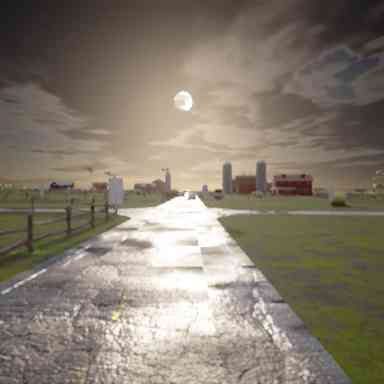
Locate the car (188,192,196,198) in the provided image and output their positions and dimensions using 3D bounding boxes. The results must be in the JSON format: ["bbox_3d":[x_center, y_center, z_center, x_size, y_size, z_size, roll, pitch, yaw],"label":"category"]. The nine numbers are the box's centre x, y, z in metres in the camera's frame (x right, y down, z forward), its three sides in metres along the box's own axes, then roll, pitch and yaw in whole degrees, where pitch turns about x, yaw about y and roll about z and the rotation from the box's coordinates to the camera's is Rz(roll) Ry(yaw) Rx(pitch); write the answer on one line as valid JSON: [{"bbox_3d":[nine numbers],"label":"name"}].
[{"bbox_3d":[-0.002,0.811,91.069,1.882,1.535,5.008,0,0,0],"label":"car"}]

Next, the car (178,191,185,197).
[{"bbox_3d":[-2.753,0.596,86.067,1.837,1.490,4.892,0,0,0],"label":"car"}]

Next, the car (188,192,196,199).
[{"bbox_3d":[-0.001,1.047,80.648,2.033,1.411,5.357,0,0,0],"label":"car"}]
